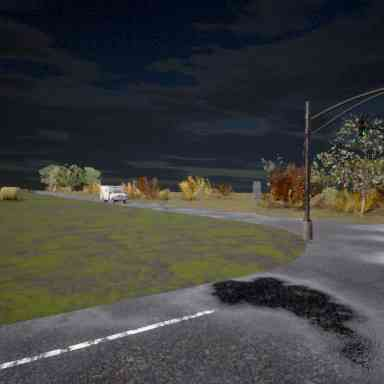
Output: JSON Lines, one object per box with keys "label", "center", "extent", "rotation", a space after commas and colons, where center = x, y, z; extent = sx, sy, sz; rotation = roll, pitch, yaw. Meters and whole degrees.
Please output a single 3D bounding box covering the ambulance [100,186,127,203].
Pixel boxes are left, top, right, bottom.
{"label": "ambulance", "center": [-11.822, 0.341, 50.096], "extent": [2.351, 2.431, 6.366], "rotation": [2, 0, -32]}
